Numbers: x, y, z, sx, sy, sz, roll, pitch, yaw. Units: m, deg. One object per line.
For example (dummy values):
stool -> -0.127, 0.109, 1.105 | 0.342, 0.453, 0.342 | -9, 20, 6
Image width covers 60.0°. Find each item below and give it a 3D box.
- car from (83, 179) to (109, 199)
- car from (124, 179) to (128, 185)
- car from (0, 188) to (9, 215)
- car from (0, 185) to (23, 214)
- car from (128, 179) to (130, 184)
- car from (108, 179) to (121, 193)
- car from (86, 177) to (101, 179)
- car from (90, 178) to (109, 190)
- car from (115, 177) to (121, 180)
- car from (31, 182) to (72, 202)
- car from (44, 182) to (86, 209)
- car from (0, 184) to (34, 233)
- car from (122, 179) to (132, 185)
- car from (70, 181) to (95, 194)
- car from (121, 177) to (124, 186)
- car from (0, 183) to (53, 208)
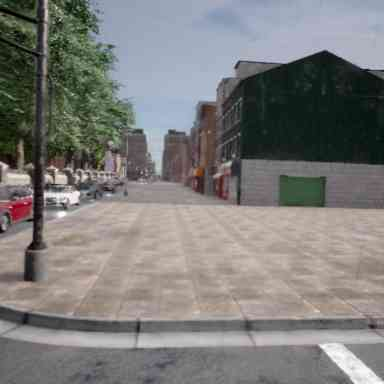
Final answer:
car -> -9.590, -0.202, 31.470 | 2.128, 1.511, 4.902 | 2, 3, -5
car -> -15.713, -2.294, 71.676 | 2.192, 1.841, 5.009 | 3, 2, -5
car -> -10.759, 0.519, 15.776 | 2.008, 1.369, 4.403 | 3, 2, -5
car -> -10.957, 0.398, 17.737 | 1.752, 1.417, 4.829 | 3, 2, -5
car -> -16.210, -2.296, 77.107 | 2.008, 1.369, 4.403 | 3, 2, -5
car -> -10.439, -0.587, 41.283 | 1.994, 1.385, 4.181 | 2, 2, -5
car -> -13.289, -1.076, 44.559 | 2.192, 1.841, 5.009 | 3, 2, -5
car -> -13.780, -1.199, 49.987 | 1.967, 1.590, 4.097 | 3, 2, -5
car -> -14.750, -1.689, 60.833 | 1.967, 1.590, 4.097 | 3, 2, -5
car -> -11.850, -0.065, 28.301 | 1.947, 1.339, 4.313 | 3, 2, -5
car -> -8.766, 0.271, 22.272 | 1.812, 1.442, 4.674 | 2, 3, -5
car -> -7.930, 0.527, 13.352 | 2.097, 1.767, 4.553 | 2, 3, -6
car -> -17.180, -2.759, 87.955 | 2.008, 1.369, 4.403 | 3, 2, -5
car -> -12.819, -0.558, 39.147 | 1.802, 1.307, 4.206 | 3, 2, -5
car -> -15.224, -1.837, 66.091 | 1.752, 1.417, 4.829 | 3, 2, -5
car -> -11.365, 0.179, 22.878 | 2.008, 1.369, 4.403 | 3, 2, -5
